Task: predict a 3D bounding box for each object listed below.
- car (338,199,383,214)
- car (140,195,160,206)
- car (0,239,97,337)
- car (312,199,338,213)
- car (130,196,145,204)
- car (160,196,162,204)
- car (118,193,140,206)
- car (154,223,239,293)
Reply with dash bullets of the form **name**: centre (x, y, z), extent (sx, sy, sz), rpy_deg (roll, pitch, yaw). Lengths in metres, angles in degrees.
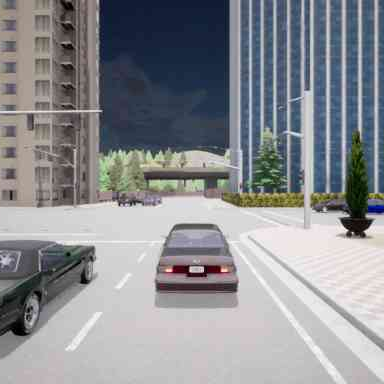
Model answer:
- **car**: centre (17.632, 1.477, 33.032), extent (5.008, 1.535, 1.882), rpy_deg (0, 0, 0)
- **car**: centre (-6.953, 1.352, 54.847), extent (2.097, 1.767, 4.553), rpy_deg (0, 0, 0)
- **car**: centre (-3.422, 1.601, 6.626), extent (1.895, 1.301, 4.718), rpy_deg (0, 0, 1)
- **car**: centre (15.682, 1.505, 36.517), extent (4.892, 1.490, 1.837), rpy_deg (0, 0, 0)
- **car**: centre (-10.387, 1.547, 64.121), extent (2.033, 1.411, 5.357), rpy_deg (0, 0, 1)
- **car**: centre (-6.892, 1.352, 63.736), extent (2.097, 1.767, 4.553), rpy_deg (0, 0, 1)
- **car**: centre (-10.460, 1.221, 53.882), extent (2.150, 2.045, 5.566), rpy_deg (0, 0, 0)
- **car**: centre (0.097, 1.547, 8.962), extent (2.033, 1.411, 5.357), rpy_deg (0, 0, 0)
